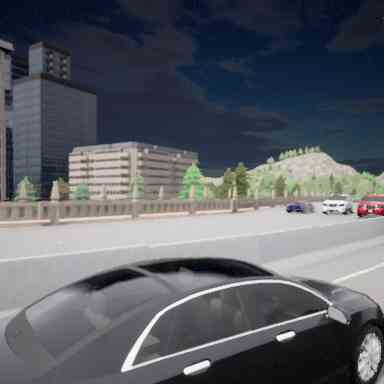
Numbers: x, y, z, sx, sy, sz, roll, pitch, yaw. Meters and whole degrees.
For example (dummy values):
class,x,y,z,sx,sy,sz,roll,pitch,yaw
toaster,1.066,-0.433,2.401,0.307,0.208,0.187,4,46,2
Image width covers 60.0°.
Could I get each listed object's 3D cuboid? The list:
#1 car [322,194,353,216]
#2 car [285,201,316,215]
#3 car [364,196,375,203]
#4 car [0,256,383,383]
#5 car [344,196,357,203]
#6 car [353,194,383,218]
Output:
class,x,y,z,sx,sy,sz,roll,pitch,yaw
car,14.789,1.234,33.569,2.150,2.045,5.566,0,0,35
car,11.399,1.607,34.806,1.895,1.301,4.718,0,0,35
car,36.549,1.509,68.447,1.837,1.490,4.892,0,0,32
car,0.299,1.495,3.660,4.892,1.490,1.837,0,0,-35
car,33.549,1.603,70.250,1.895,1.301,4.718,0,0,32
car,16.355,1.231,29.749,2.150,2.045,5.566,0,0,36
